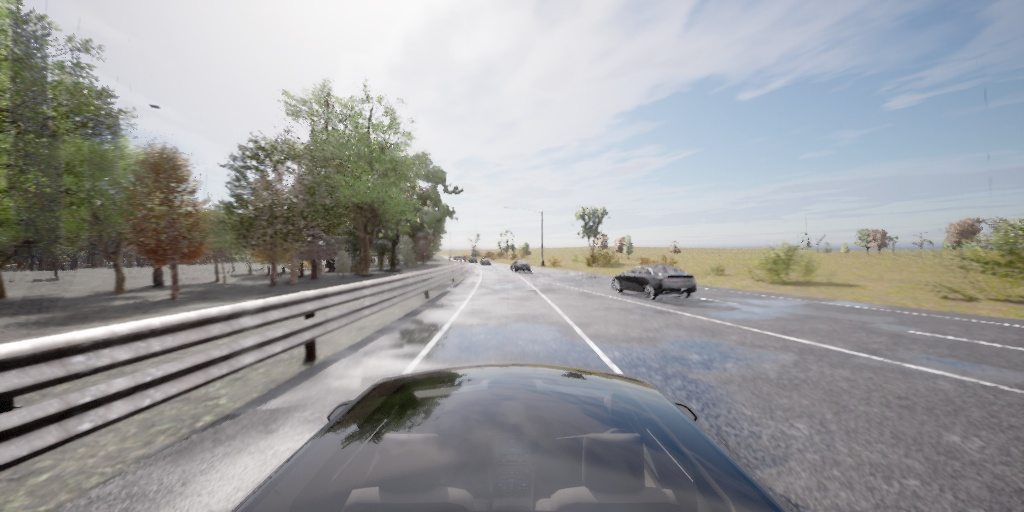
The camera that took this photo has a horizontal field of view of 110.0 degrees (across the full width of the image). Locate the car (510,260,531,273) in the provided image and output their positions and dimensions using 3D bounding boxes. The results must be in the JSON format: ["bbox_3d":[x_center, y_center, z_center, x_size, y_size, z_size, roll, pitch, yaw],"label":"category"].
[{"bbox_3d":[0.991,1.240,43.410,1.812,1.442,4.674,0,0,-12],"label":"car"}]

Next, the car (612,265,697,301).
[{"bbox_3d":[6.470,1.158,16.907,2.128,1.511,4.902,0,0,-12],"label":"car"}]
